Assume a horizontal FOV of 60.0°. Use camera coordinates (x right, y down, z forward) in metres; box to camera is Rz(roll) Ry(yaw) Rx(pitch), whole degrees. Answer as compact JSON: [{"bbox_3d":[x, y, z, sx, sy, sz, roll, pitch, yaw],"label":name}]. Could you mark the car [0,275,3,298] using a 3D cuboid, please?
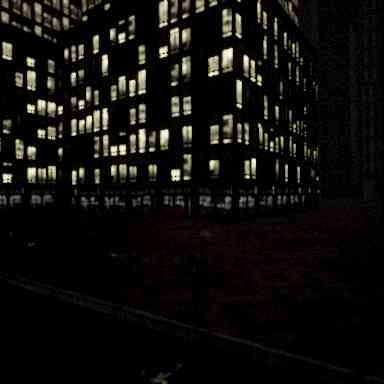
[{"bbox_3d":[-5.806,1.566,6.985,4.829,1.417,1.752,0,-1,35],"label":"car"}]
